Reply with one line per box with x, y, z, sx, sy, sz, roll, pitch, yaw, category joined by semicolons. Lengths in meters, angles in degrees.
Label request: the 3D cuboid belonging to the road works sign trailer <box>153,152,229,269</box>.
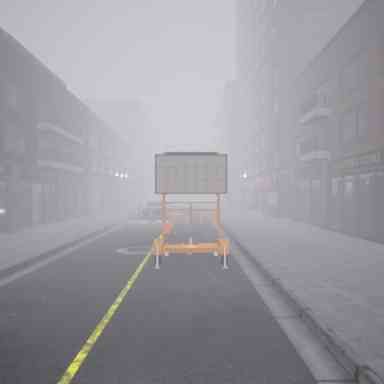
-0.029;0.466;11.182;2.380;3.560;2.880;0;0;0;road works sign trailer

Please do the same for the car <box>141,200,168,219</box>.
-3.193;1.515;28.942;1.837;1.490;4.892;0;0;0;car

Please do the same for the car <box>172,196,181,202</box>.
-3.225;1.577;69.446;2.128;1.511;4.902;0;0;0;car
